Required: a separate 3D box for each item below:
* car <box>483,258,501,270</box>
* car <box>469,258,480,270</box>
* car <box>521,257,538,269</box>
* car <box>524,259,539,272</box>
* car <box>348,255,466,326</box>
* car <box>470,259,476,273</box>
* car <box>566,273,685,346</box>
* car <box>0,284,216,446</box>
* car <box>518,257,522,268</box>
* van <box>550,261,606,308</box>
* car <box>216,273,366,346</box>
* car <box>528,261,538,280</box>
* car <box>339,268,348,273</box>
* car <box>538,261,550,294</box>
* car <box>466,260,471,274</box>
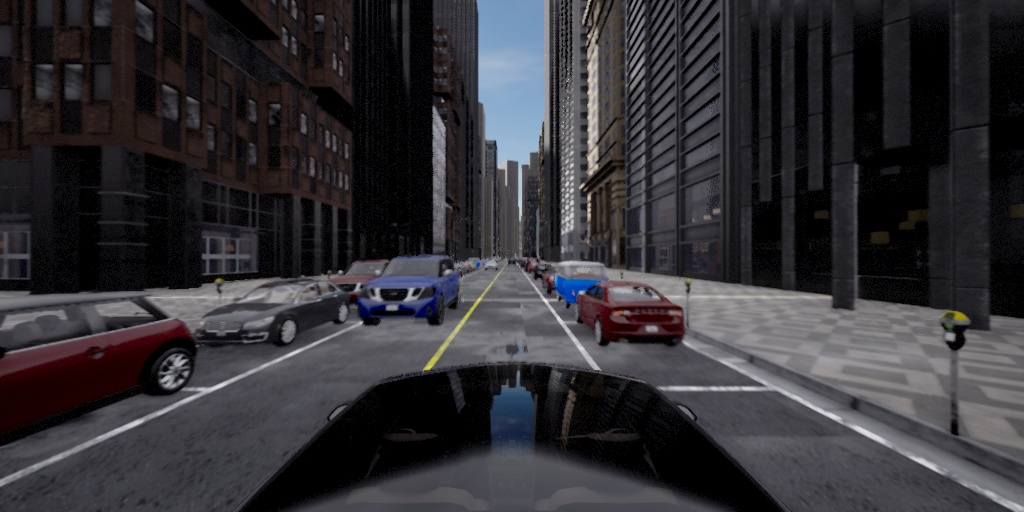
[{"bbox_3d":[-3.076,1.363,53.172,1.812,1.442,4.674,0,0,0],"label":"car"},{"bbox_3d":[-5.771,1.353,48.389,1.751,1.417,4.829,0,0,0],"label":"car"},{"bbox_3d":[2.754,1.143,48.572,2.192,1.841,5.009,0,0,0],"label":"car"},{"bbox_3d":[2.755,1.399,42.963,1.802,1.307,4.207,0,0,0],"label":"car"},{"bbox_3d":[-3.102,0.985,12.046,2.150,2.045,5.566,0,0,0],"label":"car"},{"bbox_3d":[-5.770,1.398,42.949,1.802,1.307,4.207,0,0,0],"label":"car"},{"bbox_3d":[2.761,1.306,9.310,1.888,1.381,4.507,0,0,0],"label":"car"},{"bbox_3d":[-5.763,1.192,3.684,1.967,1.591,4.097,0,0,0],"label":"car"},{"bbox_3d":[2.344,1.357,60.353,1.837,1.490,4.892,0,0,0],"label":"car"},{"bbox_3d":[2.760,1.109,14.918,1.690,1.789,3.998,0,0,0],"label":"van"},{"bbox_3d":[-5.764,1.311,9.293,2.007,1.370,4.403,0,0,0],"label":"car"},{"bbox_3d":[2.757,1.361,31.745,1.948,1.339,4.313,0,0,0],"label":"car"},{"bbox_3d":[-5.765,1.083,14.902,2.192,1.841,5.009,0,0,0],"label":"car"},{"bbox_3d":[2.759,1.216,20.527,1.967,1.591,4.097,0,0,0],"label":"car"},{"bbox_3d":[-5.769,1.356,37.340,2.007,1.370,4.403,0,0,0],"label":"car"}]
